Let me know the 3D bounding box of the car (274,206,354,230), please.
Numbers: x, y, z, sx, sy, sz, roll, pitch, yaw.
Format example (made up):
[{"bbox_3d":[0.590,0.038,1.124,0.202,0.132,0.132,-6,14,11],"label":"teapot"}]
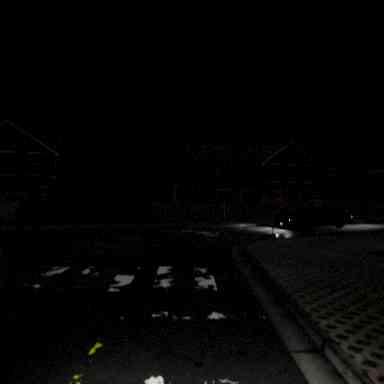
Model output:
[{"bbox_3d":[8.194,1.670,22.151,5.357,1.411,2.033,1,0,-21],"label":"car"}]
